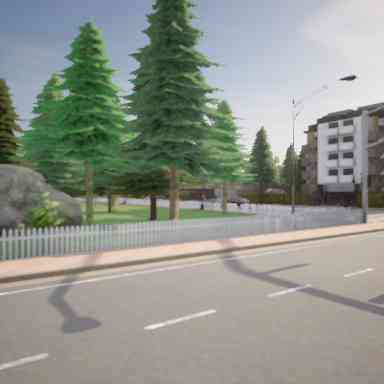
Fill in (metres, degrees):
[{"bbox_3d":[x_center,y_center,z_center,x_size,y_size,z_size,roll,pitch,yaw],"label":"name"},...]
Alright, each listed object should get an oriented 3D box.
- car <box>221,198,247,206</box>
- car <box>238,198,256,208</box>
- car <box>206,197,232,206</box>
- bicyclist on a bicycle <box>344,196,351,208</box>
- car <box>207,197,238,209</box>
[{"bbox_3d":[7.440,1.683,59.468,1.895,1.301,4.718,0,0,-34],"label":"car"},{"bbox_3d":[6.984,1.545,47.502,1.882,1.535,5.008,0,0,-34],"label":"car"},{"bbox_3d":[4.557,1.580,57.484,1.837,1.490,4.892,0,0,-34],"label":"car"},{"bbox_3d":[21.423,1.389,45.708,1.656,1.620,0.582,0,0,-34],"label":"bicyclist on a bicycle"},{"bbox_3d":[3.729,1.586,46.074,1.812,1.442,4.674,0,0,-34],"label":"car"}]
